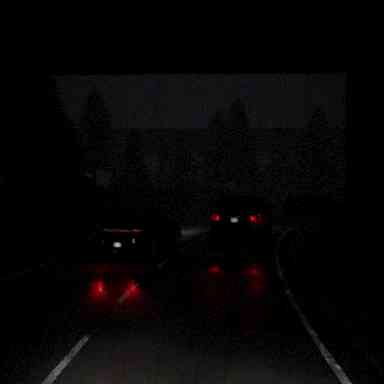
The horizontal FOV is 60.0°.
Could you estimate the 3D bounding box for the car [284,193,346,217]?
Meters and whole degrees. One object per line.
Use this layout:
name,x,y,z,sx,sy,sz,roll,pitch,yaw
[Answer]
car,11.015,1.137,29.894,5.566,2.045,2.150,0,-1,-16

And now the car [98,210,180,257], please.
car,-1.826,1.455,12.959,2.128,1.511,4.902,0,0,13

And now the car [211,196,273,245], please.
car,2.477,1.178,15.559,2.150,2.045,5.566,0,0,18
